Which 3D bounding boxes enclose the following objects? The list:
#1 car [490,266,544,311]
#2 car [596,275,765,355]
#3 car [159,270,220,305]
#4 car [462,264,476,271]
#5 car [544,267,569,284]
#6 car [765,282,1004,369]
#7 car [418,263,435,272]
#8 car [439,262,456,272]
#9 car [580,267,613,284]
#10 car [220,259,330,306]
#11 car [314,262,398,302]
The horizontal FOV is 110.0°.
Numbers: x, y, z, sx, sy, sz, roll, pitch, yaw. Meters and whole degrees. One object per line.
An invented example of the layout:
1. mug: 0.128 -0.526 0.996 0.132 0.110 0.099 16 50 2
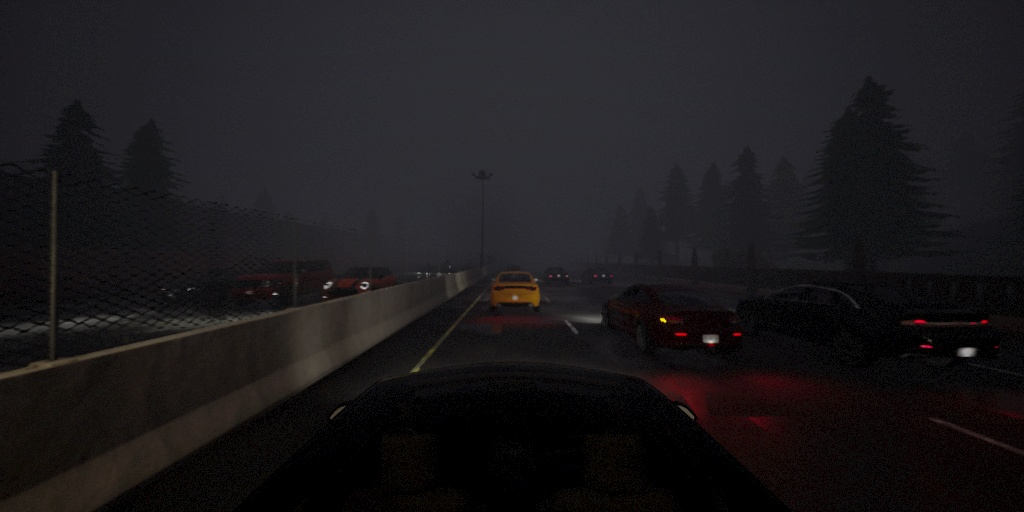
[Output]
1. car: 0.116 1.378 15.391 1.882 1.535 5.008 0 -1 0
2. car: 3.598 1.356 8.799 1.812 1.442 4.674 0 -1 0
3. car: -14.081 1.404 17.290 2.128 1.511 4.902 0 -1 0
4. car: -6.962 1.971 58.413 1.895 1.301 4.718 0 -1 1
5. car: 3.637 1.616 30.365 2.033 1.411 5.357 0 -1 0
6. car: 7.101 1.315 8.019 2.128 1.511 4.902 0 -1 0
7. car: -13.956 1.895 58.750 1.812 1.442 4.674 0 -1 1
8. car: -10.464 1.717 58.177 2.097 1.767 4.553 0 -1 1
9. car: 7.137 1.619 30.443 2.033 1.411 5.357 0 -1 0
10. car: -10.581 1.136 17.214 2.150 2.045 5.566 0 -1 0
11. car: -7.081 1.268 17.210 2.097 1.767 4.553 0 -1 0
